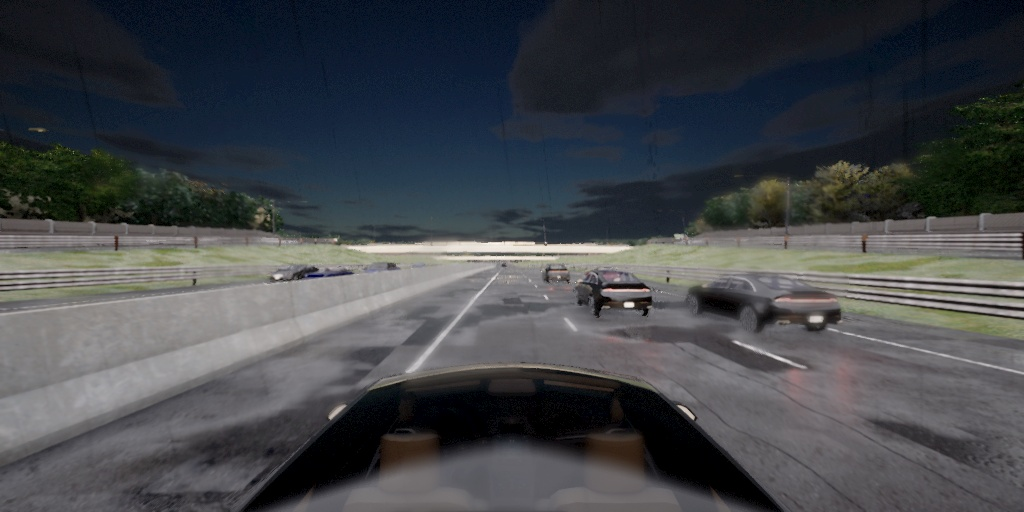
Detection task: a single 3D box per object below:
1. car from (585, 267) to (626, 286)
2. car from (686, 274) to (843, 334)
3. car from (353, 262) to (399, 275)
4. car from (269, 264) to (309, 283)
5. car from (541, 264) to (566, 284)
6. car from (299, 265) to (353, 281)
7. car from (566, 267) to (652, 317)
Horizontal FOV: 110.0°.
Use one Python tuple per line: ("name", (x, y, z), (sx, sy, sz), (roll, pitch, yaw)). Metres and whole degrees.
("car", (7.023, 1.512, 27.567), (1.895, 1.301, 4.718), (0, -1, 0))
("car", (7.080, 1.275, 10.764), (2.128, 1.511, 4.902), (0, 0, 0))
("car", (-10.680, 1.279, 29.158), (2.097, 1.767, 4.553), (0, -1, 0))
("car", (-17.680, 1.421, 29.453), (2.128, 1.511, 4.902), (0, -1, 0))
("car", (3.514, 1.419, 29.258), (2.128, 1.511, 4.902), (0, -1, 0))
("car", (-14.174, 1.516, 28.060), (1.895, 1.301, 4.718), (0, -1, 0))
("car", (3.578, 1.290, 13.382), (2.128, 1.511, 4.902), (0, 0, 0))
